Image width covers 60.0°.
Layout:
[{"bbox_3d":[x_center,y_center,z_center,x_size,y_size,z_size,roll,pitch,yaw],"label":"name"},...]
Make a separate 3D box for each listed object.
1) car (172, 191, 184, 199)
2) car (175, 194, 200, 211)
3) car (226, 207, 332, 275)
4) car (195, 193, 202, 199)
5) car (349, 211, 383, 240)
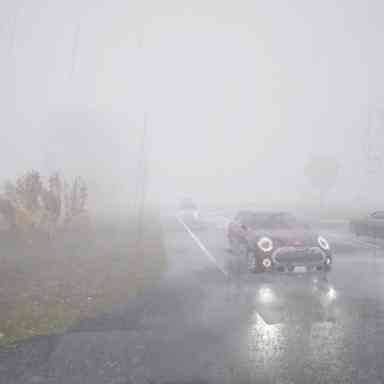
[{"bbox_3d":[-3.377,0.857,86.621,2.150,2.045,5.566,0,0,1],"label":"car"},{"bbox_3d":[-0.577,1.339,39.168,1.882,1.535,5.008,0,0,-6],"label":"car"},{"bbox_3d":[2.493,1.343,10.591,2.097,1.767,4.553,0,0,-6],"label":"car"},{"bbox_3d":[1.414,0.968,86.412,2.097,1.767,4.553,0,0,-6],"label":"car"},{"bbox_3d":[9.051,1.510,15.110,1.994,1.385,4.181,0,0,-6],"label":"car"}]
